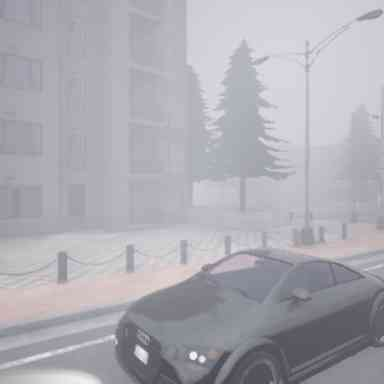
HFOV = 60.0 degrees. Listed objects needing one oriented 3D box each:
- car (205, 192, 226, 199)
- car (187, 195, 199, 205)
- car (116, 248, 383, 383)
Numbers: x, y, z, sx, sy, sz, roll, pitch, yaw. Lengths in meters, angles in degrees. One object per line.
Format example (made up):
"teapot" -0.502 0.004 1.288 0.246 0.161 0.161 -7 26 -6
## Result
"car" 6.455 1.099 93.448 1.932 1.855 4.605 0 0 -37
"car" -1.580 1.502 44.342 2.128 1.511 4.902 0 0 -37
"car" 1.079 1.563 4.743 4.181 1.385 1.994 0 0 -35
